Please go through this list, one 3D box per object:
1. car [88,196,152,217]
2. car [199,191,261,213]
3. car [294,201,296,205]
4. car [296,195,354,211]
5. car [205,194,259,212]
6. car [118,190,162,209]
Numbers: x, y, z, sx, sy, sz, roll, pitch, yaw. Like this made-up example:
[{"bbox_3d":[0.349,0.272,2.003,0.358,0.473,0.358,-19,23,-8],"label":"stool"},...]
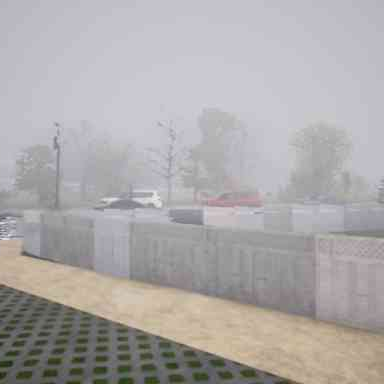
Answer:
[{"bbox_3d":[-5.820,1.302,26.450,4.674,1.442,1.812,0,2,-17],"label":"car"},{"bbox_3d":[3.388,0.927,29.513,5.566,2.045,2.150,0,2,-19],"label":"car"},{"bbox_3d":[13.426,1.046,36.299,4.674,1.442,1.812,0,2,-18],"label":"car"},{"bbox_3d":[13.466,1.182,32.892,5.357,1.411,2.033,0,2,-18],"label":"car"},{"bbox_3d":[3.953,1.062,33.136,5.008,1.535,1.882,0,2,-19],"label":"car"},{"bbox_3d":[-5.525,0.880,29.955,5.566,2.045,2.150,0,2,-19],"label":"car"}]
